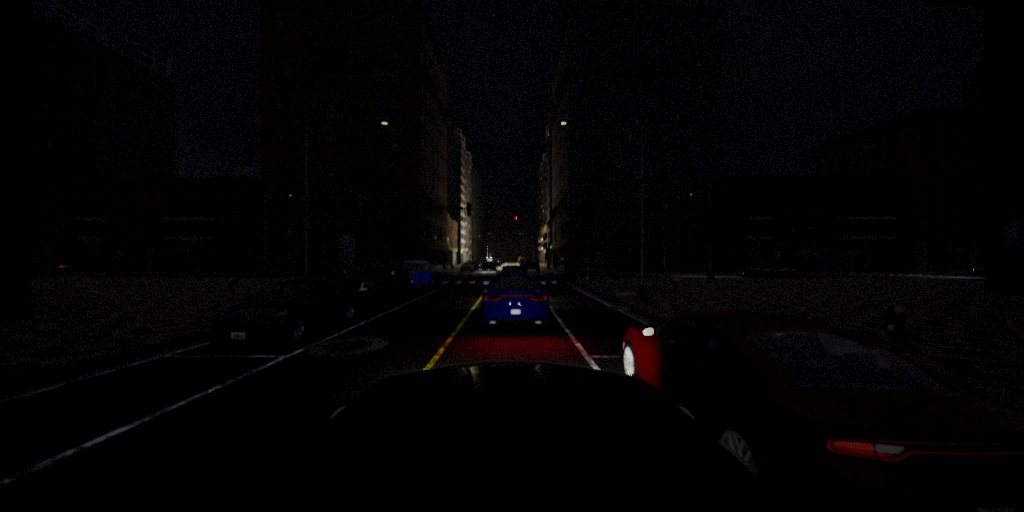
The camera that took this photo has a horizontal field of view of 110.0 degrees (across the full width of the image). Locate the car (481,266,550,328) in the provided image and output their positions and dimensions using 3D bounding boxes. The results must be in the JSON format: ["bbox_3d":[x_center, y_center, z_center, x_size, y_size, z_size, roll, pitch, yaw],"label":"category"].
[{"bbox_3d":[0.093,1.255,11.537,1.882,1.535,5.008,0,0,0],"label":"car"}]

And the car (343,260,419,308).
[{"bbox_3d":[-5.865,1.103,15.494,2.192,1.841,5.009,0,0,0],"label":"car"}]

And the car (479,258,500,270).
[{"bbox_3d":[-3.121,1.366,50.036,2.033,1.411,5.357,0,0,0],"label":"car"}]

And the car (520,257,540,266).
[{"bbox_3d":[2.644,1.133,48.130,2.192,1.841,5.009,0,0,0],"label":"car"}]

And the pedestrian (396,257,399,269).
[{"bbox_3d":[-12.571,0.951,39.101,0.375,1.860,0.375,0,0,1],"label":"pedestrian"}]

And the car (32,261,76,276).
[{"bbox_3d":[-47.572,1.282,36.531,4.902,1.511,2.128,0,0,1],"label":"car"}]

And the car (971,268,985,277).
[{"bbox_3d":[48.298,1.436,35.075,4.718,1.301,1.895,0,0,1],"label":"car"}]

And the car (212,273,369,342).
[{"bbox_3d":[-5.862,1.338,9.854,1.948,1.339,4.313,0,0,0],"label":"car"}]

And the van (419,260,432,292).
[{"bbox_3d":[-5.868,1.143,21.135,1.690,1.789,3.998,0,0,0],"label":"van"}]

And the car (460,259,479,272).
[{"bbox_3d":[-5.882,1.344,47.983,1.751,1.417,4.829,0,0,0],"label":"car"}]

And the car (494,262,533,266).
[{"bbox_3d":[0.086,1.308,21.590,1.837,1.490,4.892,0,0,0],"label":"car"}]

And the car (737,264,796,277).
[{"bbox_3d":[25.117,1.410,35.508,4.718,1.301,1.895,0,0,1],"label":"car"}]

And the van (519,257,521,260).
[{"bbox_3d":[2.635,1.162,65.100,1.690,1.789,3.998,0,0,0],"label":"van"}]

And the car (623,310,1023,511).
[{"bbox_3d":[2.666,1.302,4.193,1.888,1.381,4.507,0,0,0],"label":"car"}]
